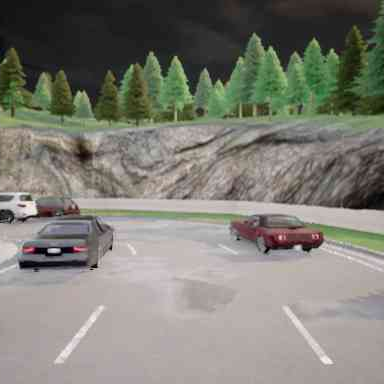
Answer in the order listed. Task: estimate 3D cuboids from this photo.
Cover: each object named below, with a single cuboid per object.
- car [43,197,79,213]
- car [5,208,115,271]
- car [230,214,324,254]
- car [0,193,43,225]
[{"bbox_3d":[-10.958,1.178,25.239,4.553,1.767,2.097,0,1,10],"label":"car"},{"bbox_3d":[-3.679,1.473,10.678,2.033,1.411,5.357,0,0,-6],"label":"car"},{"bbox_3d":[3.029,1.510,13.140,1.895,1.301,4.718,0,0,-12],"label":"car"},{"bbox_3d":[-13.420,1.068,22.255,5.566,2.045,2.150,0,0,-1],"label":"car"}]
